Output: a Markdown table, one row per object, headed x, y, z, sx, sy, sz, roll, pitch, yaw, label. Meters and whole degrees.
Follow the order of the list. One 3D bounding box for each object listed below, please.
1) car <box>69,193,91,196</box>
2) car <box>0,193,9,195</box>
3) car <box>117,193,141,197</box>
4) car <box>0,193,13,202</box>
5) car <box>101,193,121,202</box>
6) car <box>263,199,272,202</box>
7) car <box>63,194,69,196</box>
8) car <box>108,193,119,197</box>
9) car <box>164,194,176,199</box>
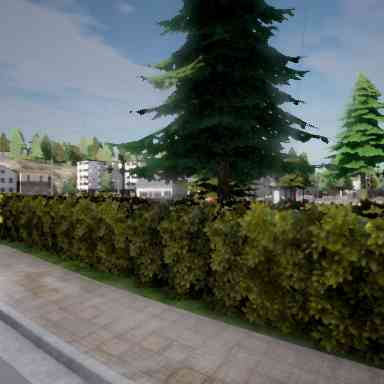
| x | y | z | sx | sy | sz | roll | pitch | yaw | label |
| --- | --- | --- | --- | --- | --- | --- | --- | --- | --- |
| -26.512 | 1.153 | 81.228 | 5.027 | 1.636 | 2.152 | 0 | 0 | -45 | car |
| -23.119 | 1.330 | 40.911 | 5.027 | 1.636 | 2.152 | 0 | 0 | -45 | car |
| -9.692 | 1.384 | 53.878 | 3.806 | 1.475 | 1.970 | 0 | 0 | -45 | car |
| -41.120 | 1.097 | 71.295 | 4.605 | 1.855 | 1.932 | 0 | 0 | -45 | car |
| -17.552 | 1.077 | 72.095 | 3.866 | 1.878 | 1.905 | 0 | 0 | -45 | car |
| 9.908 | 1.478 | 44.336 | 5.008 | 1.535 | 1.882 | 0 | 0 | -45 | car |
| -31.237 | 1.232 | 85.583 | 3.806 | 1.475 | 1.970 | 0 | 0 | -45 | car |
| -15.223 | 1.097 | 70.309 | 4.605 | 1.855 | 1.932 | 0 | 0 | -45 | car |
| -2.224 | 1.221 | 37.422 | 5.566 | 2.045 | 2.150 | 0 | 0 | -45 | car |
